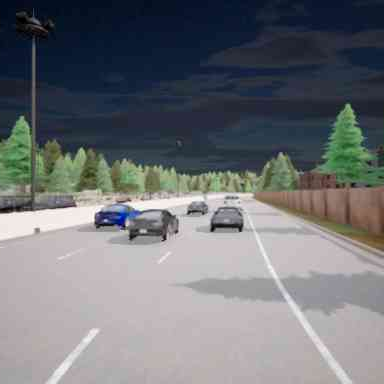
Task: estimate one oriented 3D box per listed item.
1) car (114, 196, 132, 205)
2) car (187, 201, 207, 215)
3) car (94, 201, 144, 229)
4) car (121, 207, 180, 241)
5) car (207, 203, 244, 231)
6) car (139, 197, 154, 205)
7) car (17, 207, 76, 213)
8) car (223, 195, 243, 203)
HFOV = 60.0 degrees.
[{"bbox_3d":[-13.097,1.670,63.645,1.882,1.535,5.008,0,0,8],"label":"car"},{"bbox_3d":[0.658,1.646,35.046,2.033,1.411,5.357,0,0,8],"label":"car"},{"bbox_3d":[-4.712,1.533,21.885,1.882,1.535,5.008,0,0,8],"label":"car"},{"bbox_3d":[-1.839,1.571,16.926,1.812,1.442,4.674,0,0,8],"label":"car"},{"bbox_3d":[2.256,1.626,21.163,1.994,1.385,4.181,0,0,8],"label":"car"},{"bbox_3d":[-9.096,1.712,66.936,1.812,1.442,4.674,0,0,8],"label":"car"},{"bbox_3d":[-11.328,1.281,26.638,2.150,2.045,5.566,0,0,8],"label":"car"},{"bbox_3d":[4.939,1.340,40.343,2.150,2.045,5.566,0,0,8],"label":"car"}]
